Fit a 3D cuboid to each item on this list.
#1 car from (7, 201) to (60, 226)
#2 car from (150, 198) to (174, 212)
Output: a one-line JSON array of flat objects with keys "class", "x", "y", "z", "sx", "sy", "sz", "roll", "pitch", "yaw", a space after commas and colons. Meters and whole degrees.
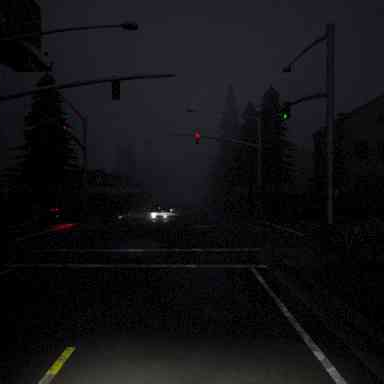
[{"class": "car", "x": -11.092, "y": 1.317, "z": 21.408, "sx": 4.902, "sy": 1.511, "sz": 2.128, "roll": 1, "pitch": 0, "yaw": -1}, {"class": "car", "x": -3.517, "y": 1.564, "z": 38.001, "sx": 1.994, "sy": 1.385, "sz": 4.181, "roll": 0, "pitch": 0, "yaw": 0}]
